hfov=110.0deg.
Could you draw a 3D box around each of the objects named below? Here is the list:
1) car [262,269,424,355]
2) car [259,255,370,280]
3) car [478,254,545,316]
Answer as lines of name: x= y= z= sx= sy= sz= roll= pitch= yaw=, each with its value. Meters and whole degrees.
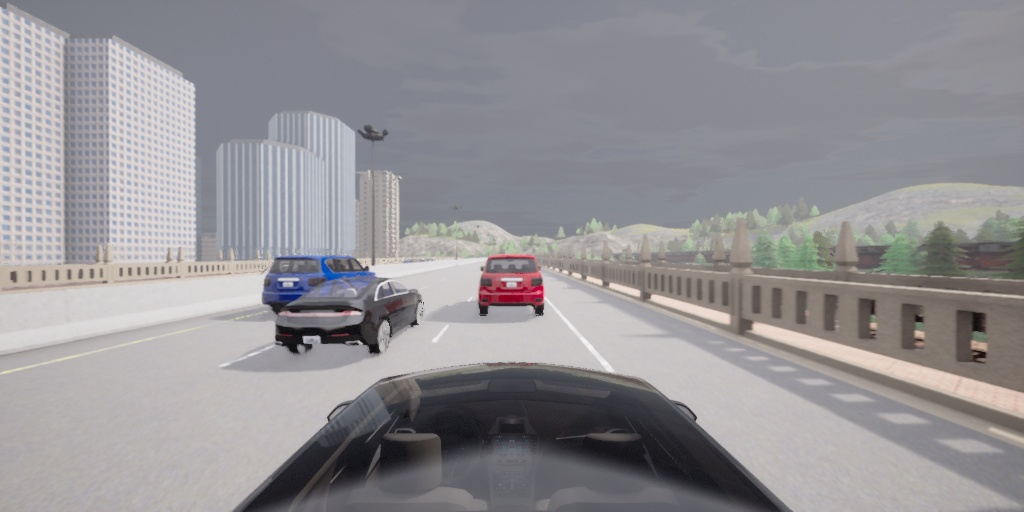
car: x=-3.502 y=1.244 z=8.672 sx=2.128 sy=1.511 sz=4.902 roll=0 pitch=0 yaw=0
car: x=-7.043 y=0.979 z=13.911 sx=2.150 sy=2.045 sz=5.566 roll=0 pitch=0 yaw=-1
car: x=-0.039 y=0.956 z=13.509 sx=2.150 sy=2.045 sz=5.566 roll=0 pitch=0 yaw=-1
